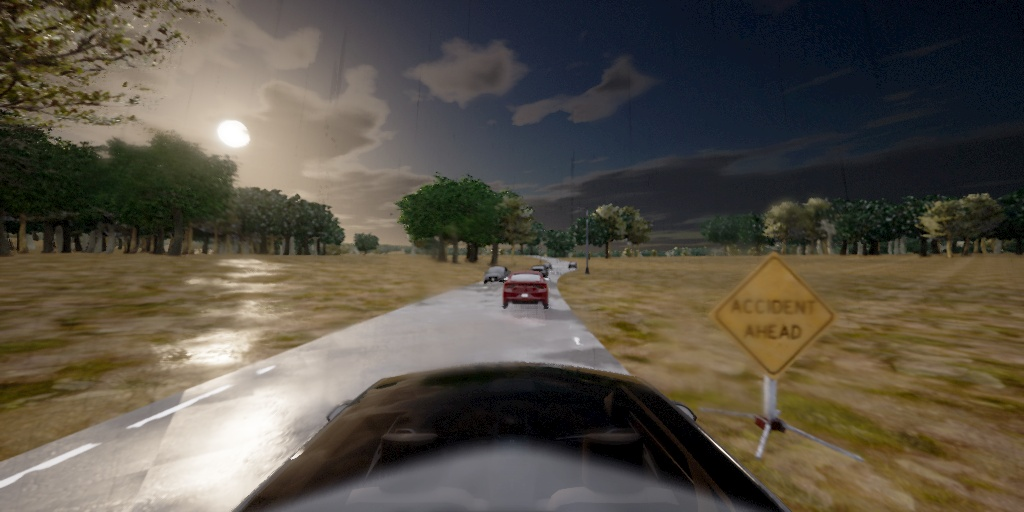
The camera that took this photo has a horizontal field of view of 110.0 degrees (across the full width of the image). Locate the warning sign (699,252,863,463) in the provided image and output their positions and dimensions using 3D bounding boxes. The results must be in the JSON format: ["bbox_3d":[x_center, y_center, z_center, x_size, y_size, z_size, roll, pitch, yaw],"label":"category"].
[{"bbox_3d":[2.658,0.893,3.701,1.300,1.860,1.060,0,0,1],"label":"warning sign"}]

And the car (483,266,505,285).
[{"bbox_3d":[-1.217,1.631,30.791,1.837,1.490,4.892,0,-1,7],"label":"car"}]

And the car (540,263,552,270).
[{"bbox_3d":[2.851,1.721,37.071,1.837,1.490,4.892,0,-1,8],"label":"car"}]

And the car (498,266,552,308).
[{"bbox_3d":[0.668,1.421,16.449,1.882,1.535,5.008,0,-1,4],"label":"car"}]
